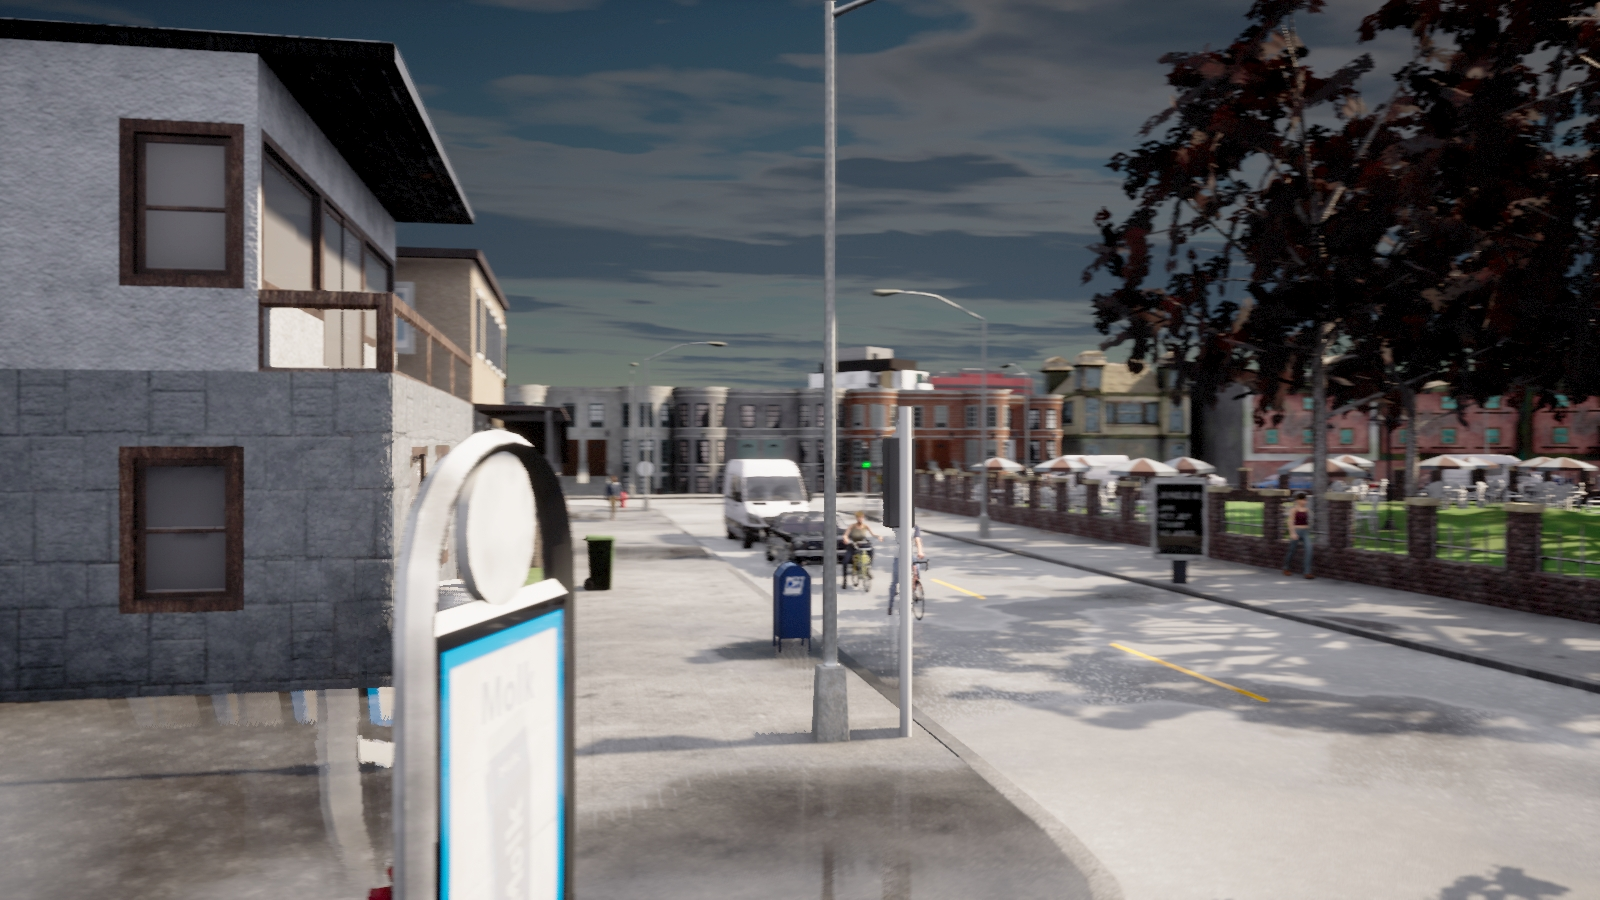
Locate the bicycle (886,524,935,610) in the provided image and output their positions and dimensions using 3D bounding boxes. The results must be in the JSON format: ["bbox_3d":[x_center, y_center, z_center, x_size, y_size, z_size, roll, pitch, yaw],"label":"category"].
[{"bbox_3d":[1.865,1.955,19.418,0.373,1.296,1.643,0,0,-11],"label":"bicycle"}]

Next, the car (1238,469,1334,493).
[{"bbox_3d":[30.709,1.938,72.257,5.357,1.411,2.033,0,0,-10],"label":"car"}]

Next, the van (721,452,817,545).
[{"bbox_3d":[-1.053,1.352,34.876,1.988,2.561,5.915,0,0,-11],"label":"van"}]

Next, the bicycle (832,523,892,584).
[{"bbox_3d":[1.228,2.059,23.010,0.859,1.080,1.487,0,0,-11],"label":"bicycle"}]

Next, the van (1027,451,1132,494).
[{"bbox_3d":[17.003,1.375,69.638,5.915,2.561,1.988,0,0,-11],"label":"van"}]

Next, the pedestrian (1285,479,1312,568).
[{"bbox_3d":[10.519,1.542,24.117,0.375,1.860,0.375,0,0,-11],"label":"pedestrian"}]

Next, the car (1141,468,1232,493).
[{"bbox_3d":[23.990,1.897,70.962,4.892,1.480,2.231,0,0,-11],"label":"car"}]

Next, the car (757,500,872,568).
[{"bbox_3d":[0.244,1.964,27.875,1.895,1.301,4.718,0,0,-11],"label":"car"}]

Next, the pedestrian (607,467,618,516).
[{"bbox_3d":[-7.171,1.579,43.698,0.375,1.860,0.375,0,0,-18],"label":"pedestrian"}]

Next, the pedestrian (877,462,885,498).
[{"bbox_3d":[4.294,1.578,60.380,0.375,1.860,0.375,0,0,7],"label":"pedestrian"}]
